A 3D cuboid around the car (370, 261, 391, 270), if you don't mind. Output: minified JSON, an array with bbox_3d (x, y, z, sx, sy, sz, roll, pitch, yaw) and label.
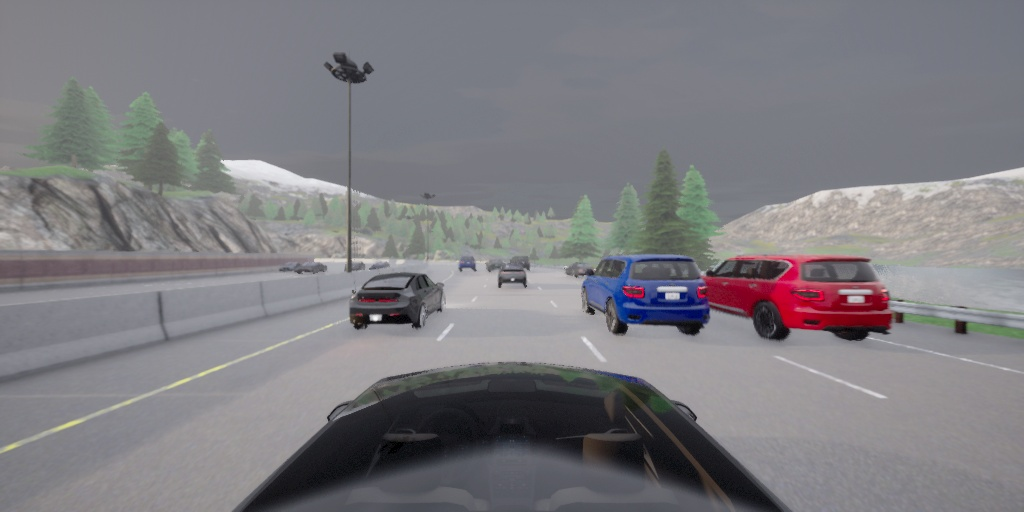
[{"bbox_3d":[-16.440,1.357,45.122,2.033,1.411,5.357,0,0,-10],"label":"car"}]

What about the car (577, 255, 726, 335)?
[{"bbox_3d":[3.602,0.985,10.724,2.150,2.045,5.566,0,0,0],"label":"car"}]

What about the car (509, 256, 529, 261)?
[{"bbox_3d":[0.917,1.037,49.593,2.150,2.045,5.566,0,0,-11],"label":"car"}]

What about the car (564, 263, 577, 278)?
[{"bbox_3d":[6.444,1.341,34.107,2.033,1.411,5.357,0,0,-6],"label":"car"}]

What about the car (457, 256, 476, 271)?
[{"bbox_3d":[-6.341,1.037,49.976,2.150,2.045,5.566,0,0,-12],"label":"car"}]

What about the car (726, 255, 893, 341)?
[{"bbox_3d":[7.101,0.984,10.080,2.150,2.045,5.566,0,0,0],"label":"car"}]

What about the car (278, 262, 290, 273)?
[{"bbox_3d":[-26.984,1.374,44.246,1.994,1.385,4.181,0,0,-10],"label":"car"}]

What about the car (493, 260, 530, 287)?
[{"bbox_3d":[-0.047,1.273,24.854,2.128,1.511,4.902,0,0,-2],"label":"car"}]

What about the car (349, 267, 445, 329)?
[{"bbox_3d":[-3.399,1.270,11.360,1.837,1.490,4.892,0,0,0],"label":"car"}]

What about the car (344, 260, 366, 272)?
[{"bbox_3d":[-20.316,1.305,46.654,2.128,1.511,4.902,0,0,-11],"label":"car"}]

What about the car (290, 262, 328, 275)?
[{"bbox_3d":[-22.845,1.352,41.114,2.033,1.411,5.357,0,0,-9],"label":"car"}]

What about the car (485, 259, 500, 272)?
[{"bbox_3d":[-2.309,1.163,46.809,2.097,1.767,4.553,0,0,-9],"label":"car"}]
